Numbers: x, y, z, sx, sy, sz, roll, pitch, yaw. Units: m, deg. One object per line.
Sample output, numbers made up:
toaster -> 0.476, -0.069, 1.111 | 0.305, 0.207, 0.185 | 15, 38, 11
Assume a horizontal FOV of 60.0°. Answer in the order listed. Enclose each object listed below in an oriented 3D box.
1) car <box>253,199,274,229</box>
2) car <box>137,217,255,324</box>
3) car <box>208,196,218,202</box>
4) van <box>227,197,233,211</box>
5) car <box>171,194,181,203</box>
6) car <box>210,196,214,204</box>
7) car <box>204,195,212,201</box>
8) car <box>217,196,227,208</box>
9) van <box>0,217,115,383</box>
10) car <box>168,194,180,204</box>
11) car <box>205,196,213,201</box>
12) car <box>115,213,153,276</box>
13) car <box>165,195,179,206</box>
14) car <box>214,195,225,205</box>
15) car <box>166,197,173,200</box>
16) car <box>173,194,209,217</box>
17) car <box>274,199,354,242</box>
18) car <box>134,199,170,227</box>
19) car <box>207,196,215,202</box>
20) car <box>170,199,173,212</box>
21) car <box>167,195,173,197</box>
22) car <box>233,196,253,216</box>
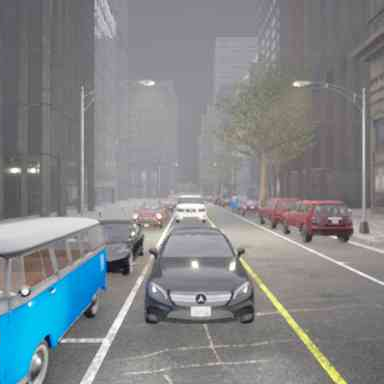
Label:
car -> 5.804, 1.331, 21.829 | 2.192, 1.841, 5.009 | 0, 0, -1
car -> 0.096, 1.527, 7.292 | 1.812, 1.442, 4.674 | 0, 0, -1
car -> 4.830, 1.722, 78.215 | 1.947, 1.339, 4.313 | 0, 0, -1
van -> 5.512, 1.381, 38.746 | 1.690, 1.788, 3.998 | 0, 0, -1
car -> -3.694, 1.472, 78.075 | 2.192, 1.841, 5.009 | 0, 0, -1
car -> 5.122, 1.413, 61.300 | 2.192, 1.841, 5.009 | 0, 0, -1
car -> 4.538, 1.664, 95.132 | 1.967, 1.590, 4.097 | 0, 0, -1
car -> 5.316, 1.643, 50.023 | 1.802, 1.307, 4.206 | 0, 0, -1
van -> -2.428, 1.342, 4.781 | 1.690, 1.788, 3.998 | 0, 0, -1
car -> -3.500, 1.433, 66.800 | 2.192, 1.841, 5.009 | 0, 0, -1
car -> 4.635, 1.782, 89.492 | 1.802, 1.307, 4.206 | 0, 0, -1
car -> -2.526, 1.569, 10.419 | 1.947, 1.339, 4.313 | 0, 0, -1
car -> -3.306, 1.394, 55.523 | 2.192, 1.841, 5.009 | 0, 0, -1
car -> 5.219, 1.644, 55.660 | 1.947, 1.339, 4.313 | 0, 0, -1
car -> -3.012, 1.622, 38.610 | 1.802, 1.307, 4.206 | 0, 0, -1
car -> -0.116, 1.242, 25.311 | 2.150, 2.045, 5.566 | 0, 0, -1
car -> 5.901, 1.323, 16.191 | 2.192, 1.841, 5.009 | 0, 0, -1
car -> -2.721, 1.457, 21.696 | 1.967, 1.590, 4.097 | 0, 0, -1
car -> 4.729, 1.704, 84.025 | 1.752, 1.417, 4.829 | 0, 0, -1
car -> -2.818, 1.569, 27.334 | 1.887, 1.381, 4.507 | 0, 0, -1
car -> -3.205, 1.587, 49.716 | 1.752, 1.417, 4.829 | 0, 0, -1
car -> 5.609, 1.472, 33.107 | 1.967, 1.590, 4.097 | 0, 0, -1
